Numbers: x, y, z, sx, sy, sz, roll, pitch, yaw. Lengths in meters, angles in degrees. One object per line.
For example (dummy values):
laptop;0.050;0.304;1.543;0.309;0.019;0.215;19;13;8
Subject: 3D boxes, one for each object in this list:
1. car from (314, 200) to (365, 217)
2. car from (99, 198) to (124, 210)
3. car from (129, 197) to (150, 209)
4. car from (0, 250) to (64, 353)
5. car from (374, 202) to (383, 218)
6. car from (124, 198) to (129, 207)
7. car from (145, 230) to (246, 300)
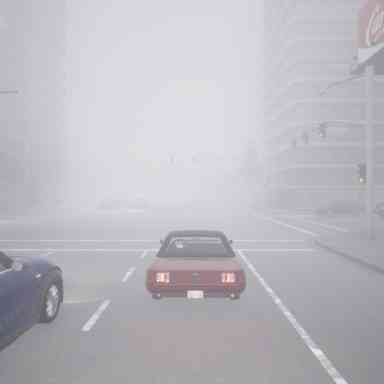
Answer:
car;14.039;1.501;31.268;4.892;1.490;1.837;-1;0;0
car;-10.488;1.505;42.838;1.837;1.490;4.892;0;0;0
car;-6.962;1.491;46.451;2.128;1.511;4.902;0;0;1
car;-3.434;1.352;4.329;2.097;1.767;4.553;0;0;1
car;18.256;1.222;27.783;5.566;2.045;2.150;0;0;0
car;-10.453;1.601;52.094;1.895;1.301;4.718;0;0;1
car;0.106;1.601;8.353;1.895;1.301;4.718;0;0;1
